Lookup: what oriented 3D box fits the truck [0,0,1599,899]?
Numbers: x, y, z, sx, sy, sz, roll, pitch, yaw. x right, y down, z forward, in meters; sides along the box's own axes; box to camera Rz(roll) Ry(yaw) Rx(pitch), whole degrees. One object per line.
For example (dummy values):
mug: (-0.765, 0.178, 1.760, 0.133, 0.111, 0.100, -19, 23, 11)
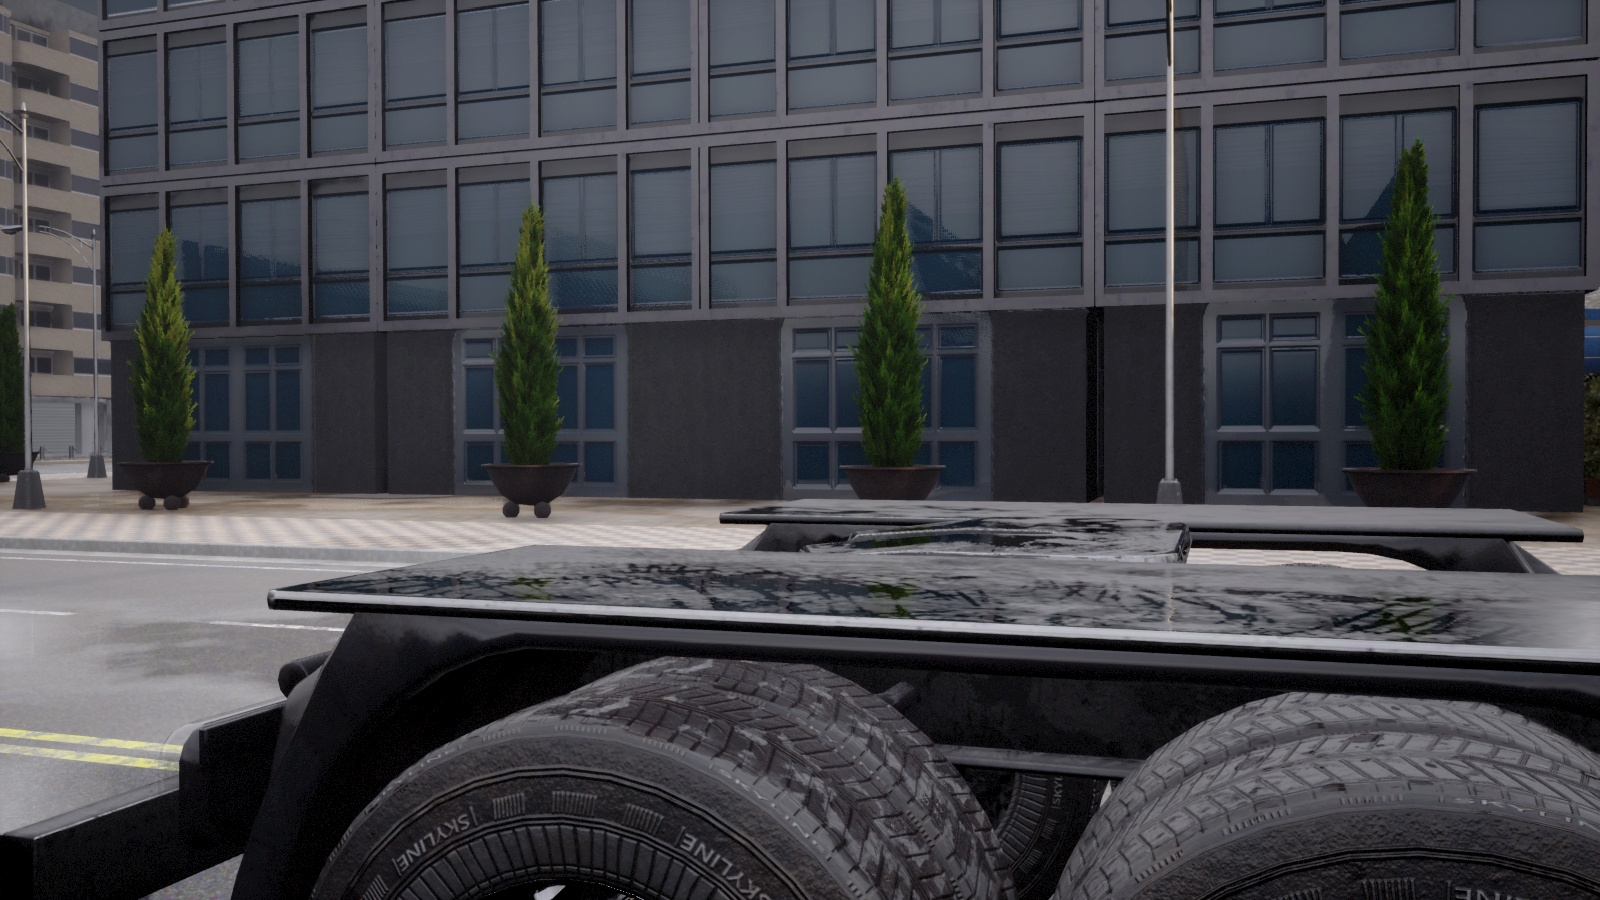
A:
truck: (2.642, -0.182, 2.289, 7.936, 3.462, 2.891, 1, 1, 19)
